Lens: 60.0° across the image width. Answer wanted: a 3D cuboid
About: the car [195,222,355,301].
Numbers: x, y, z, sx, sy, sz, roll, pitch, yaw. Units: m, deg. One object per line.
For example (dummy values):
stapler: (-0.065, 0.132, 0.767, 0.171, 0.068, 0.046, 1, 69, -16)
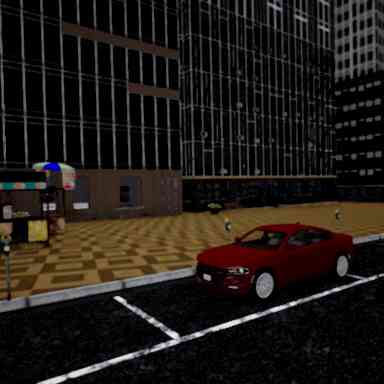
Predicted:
car: (2.139, 1.468, 8.086, 4.507, 1.381, 1.887, -1, -1, -35)
